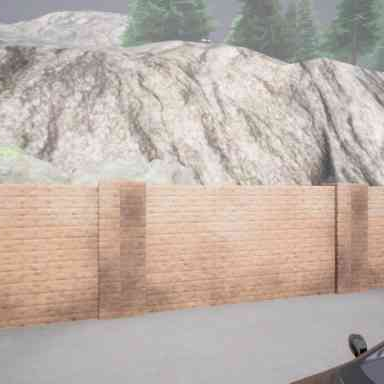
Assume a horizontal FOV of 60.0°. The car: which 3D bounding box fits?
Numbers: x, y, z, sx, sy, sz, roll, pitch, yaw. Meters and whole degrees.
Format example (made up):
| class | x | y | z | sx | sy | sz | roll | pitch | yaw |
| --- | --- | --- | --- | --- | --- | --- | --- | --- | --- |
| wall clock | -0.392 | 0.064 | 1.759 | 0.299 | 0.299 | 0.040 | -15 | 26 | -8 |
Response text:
| class | x | y | z | sx | sy | sz | roll | pitch | yaw |
| --- | --- | --- | --- | --- | --- | --- | --- | --- | --- |
| car | 2.235 | 1.492 | 1.870 | 4.902 | 1.511 | 2.128 | 0 | 0 | -18 |
